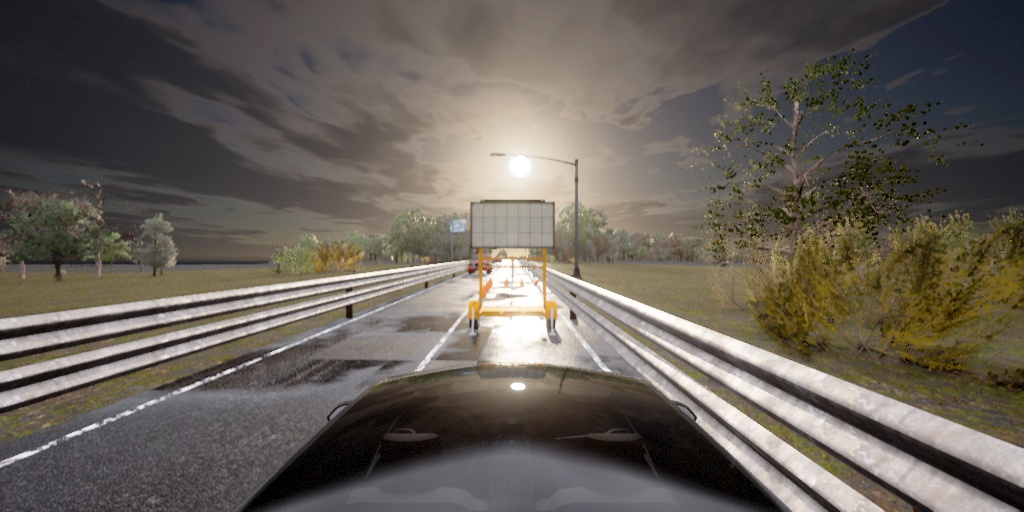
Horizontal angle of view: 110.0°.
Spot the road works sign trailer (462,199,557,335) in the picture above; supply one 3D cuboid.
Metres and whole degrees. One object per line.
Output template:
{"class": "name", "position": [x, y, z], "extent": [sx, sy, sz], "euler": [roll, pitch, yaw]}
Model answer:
{"class": "road works sign trailer", "position": [0.021, 0.186, 10.355], "extent": [2.380, 3.560, 2.880], "euler": [0, 0, 0]}

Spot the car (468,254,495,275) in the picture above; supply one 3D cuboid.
{"class": "car", "position": [-3.302, 0.855, 37.683], "extent": [2.150, 2.045, 5.566], "euler": [0, 0, 0]}
